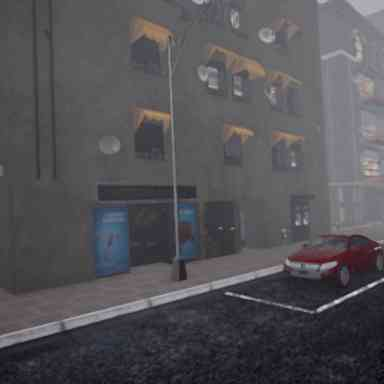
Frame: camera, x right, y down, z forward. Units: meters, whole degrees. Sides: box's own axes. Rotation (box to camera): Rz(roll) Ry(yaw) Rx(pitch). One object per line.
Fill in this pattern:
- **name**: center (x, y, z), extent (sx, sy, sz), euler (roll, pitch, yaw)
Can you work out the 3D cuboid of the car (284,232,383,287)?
- **car**: center (4.542, 1.946, 10.384), extent (4.206, 1.307, 1.802), euler (0, -4, -42)
